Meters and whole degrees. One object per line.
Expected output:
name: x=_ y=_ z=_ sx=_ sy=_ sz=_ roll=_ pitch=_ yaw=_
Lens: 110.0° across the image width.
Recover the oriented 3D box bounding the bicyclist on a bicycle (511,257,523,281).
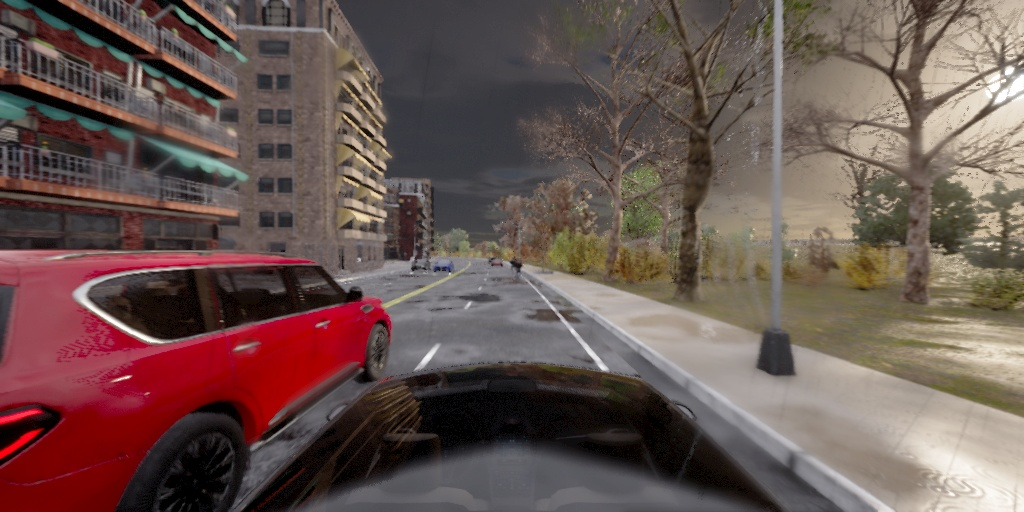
bicyclist on a bicycle: x=0.476 y=1.017 z=25.810 sx=0.659 sy=1.776 sz=1.843 roll=0 pitch=0 yaw=-2

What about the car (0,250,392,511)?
car: x=-3.164 y=0.970 z=3.942 sx=2.150 sy=2.045 sz=5.566 roll=0 pitch=0 yaw=0

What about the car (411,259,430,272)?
car: x=-11.121 y=1.103 z=44.075 sx=1.837 sy=1.490 sz=4.892 roll=0 pitch=0 yaw=-3

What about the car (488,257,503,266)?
car: x=-2.639 y=1.052 z=62.806 sx=1.994 sy=1.385 sz=4.181 roll=0 pitch=0 yaw=-5

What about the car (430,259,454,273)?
car: x=-7.696 y=1.080 z=40.833 sx=1.882 sy=1.535 sz=5.008 roll=0 pitch=0 yaw=-3
